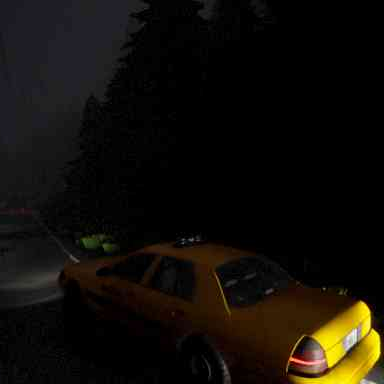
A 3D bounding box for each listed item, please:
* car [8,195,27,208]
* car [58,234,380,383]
[{"bbox_3d":[-21.044,1.062,40.123,2.128,1.511,4.902,-2,2,-26],"label":"car"},{"bbox_3d":[-0.246,1.417,5.100,5.366,1.575,1.801,1,1,45],"label":"car"}]
